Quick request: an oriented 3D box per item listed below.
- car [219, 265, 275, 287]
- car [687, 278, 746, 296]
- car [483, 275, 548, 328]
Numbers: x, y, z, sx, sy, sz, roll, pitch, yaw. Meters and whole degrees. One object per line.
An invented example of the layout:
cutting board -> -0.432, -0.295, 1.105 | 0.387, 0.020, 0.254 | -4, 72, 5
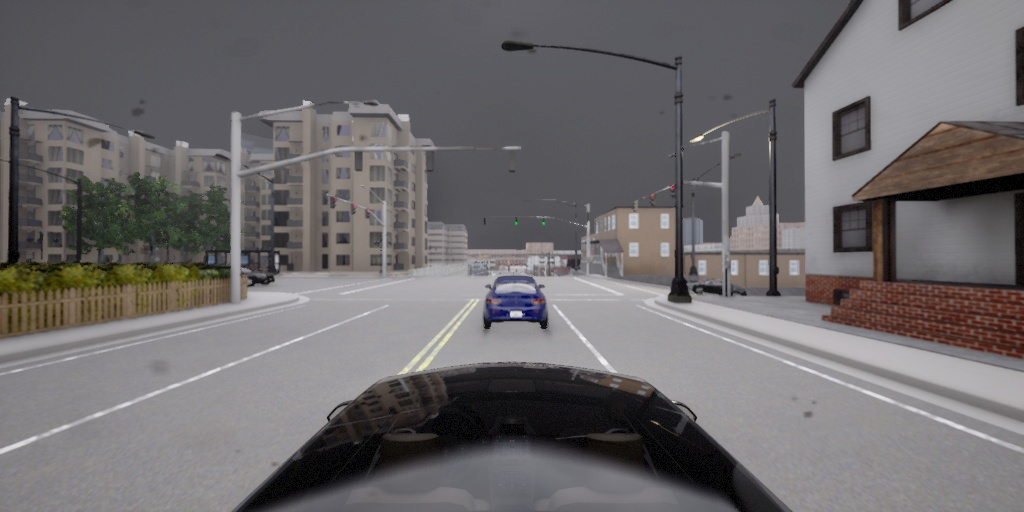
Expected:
car -> -19.834, 1.433, 25.910 | 4.892, 1.490, 1.837 | 0, 0, 1
car -> 16.295, 2.564, 29.107 | 4.902, 1.511, 2.128 | 8, -1, 1
car -> 0.104, 1.348, 11.568 | 1.812, 1.442, 4.674 | 0, 0, 0
